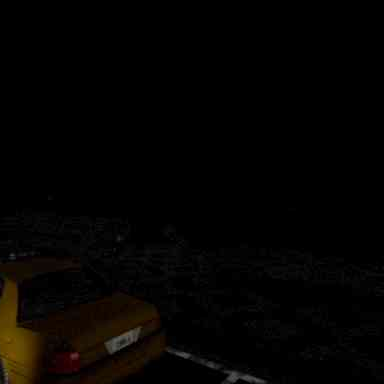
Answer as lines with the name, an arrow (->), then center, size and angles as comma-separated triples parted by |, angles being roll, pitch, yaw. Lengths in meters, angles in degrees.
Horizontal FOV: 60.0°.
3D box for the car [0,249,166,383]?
car -> -2.593, 1.508, 4.816 | 4.829, 1.417, 1.752 | 0, 0, 36
